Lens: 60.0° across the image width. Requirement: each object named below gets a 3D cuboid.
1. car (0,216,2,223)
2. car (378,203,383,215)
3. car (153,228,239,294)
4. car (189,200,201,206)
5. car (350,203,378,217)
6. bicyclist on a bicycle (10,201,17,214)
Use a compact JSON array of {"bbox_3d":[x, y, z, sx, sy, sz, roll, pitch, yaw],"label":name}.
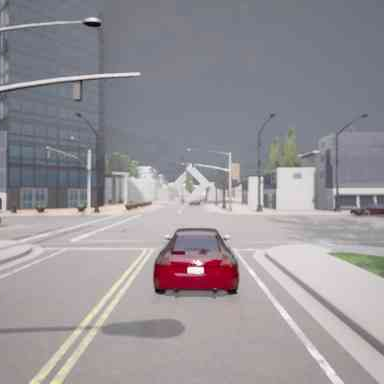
[{"bbox_3d":[-16.552,1.910,24.515,4.674,1.442,1.812,-1,-1,0],"label":"car"},{"bbox_3d":[21.525,1.527,32.031,5.566,2.045,2.150,0,-1,0],"label":"car"},{"bbox_3d":[0.137,1.668,9.137,1.994,1.385,4.181,0,-1,2],"label":"car"},{"bbox_3d":[0.695,2.440,75.423,1.895,1.301,4.718,0,-1,12],"label":"car"},{"bbox_3d":[19.849,1.902,35.531,5.357,1.411,2.033,0,-1,-1],"label":"car"},{"bbox_3d":[-21.998,1.925,40.966,0.582,1.620,1.656,-1,0,0],"label":"bicyclist on a bicycle"}]
